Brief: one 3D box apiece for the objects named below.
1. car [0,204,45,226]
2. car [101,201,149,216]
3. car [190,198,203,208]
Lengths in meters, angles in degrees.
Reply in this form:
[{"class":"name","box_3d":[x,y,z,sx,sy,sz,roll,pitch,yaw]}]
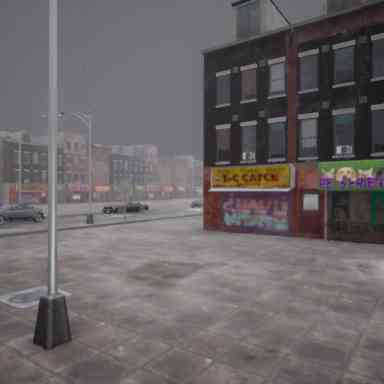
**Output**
[{"class":"car","box_3d":[-12.622,1.515,23.386,1.994,1.385,4.181,0,0,36]},{"class":"car","box_3d":[-6.405,1.512,32.190,1.895,1.301,4.718,0,0,35]},{"class":"car","box_3d":[1.551,1.426,43.425,1.994,1.385,4.181,0,0,35]}]
